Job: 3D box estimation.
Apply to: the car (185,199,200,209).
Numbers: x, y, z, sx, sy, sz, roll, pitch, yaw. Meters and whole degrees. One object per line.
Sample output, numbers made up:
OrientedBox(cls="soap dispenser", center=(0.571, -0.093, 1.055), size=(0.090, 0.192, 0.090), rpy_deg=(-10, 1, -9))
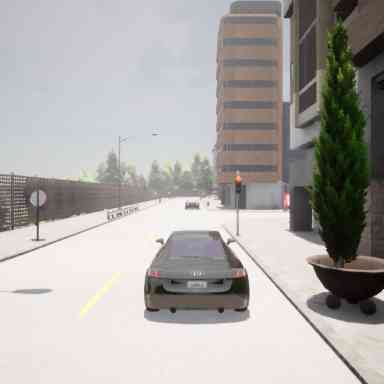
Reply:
OrientedBox(cls="car", center=(0.028, 1.600, 43.875), size=(1.895, 1.301, 4.718), rpy_deg=(0, 0, -1))

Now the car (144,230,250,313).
OrientedBox(cls="car", center=(0.085, 1.564, 7.730), size=(1.994, 1.385, 4.181), rpy_deg=(0, 0, 0))
